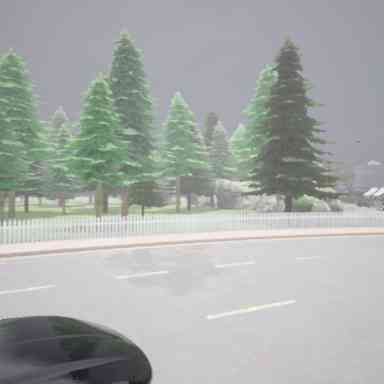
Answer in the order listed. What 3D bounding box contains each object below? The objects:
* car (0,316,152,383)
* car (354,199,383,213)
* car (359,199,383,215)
[{"bbox_3d":[-2.555,1.472,1.724,5.008,1.535,1.882,0,0,-36],"label":"car"},{"bbox_3d":[22.585,1.684,41.441,2.128,1.511,4.902,0,0,-4],"label":"car"},{"bbox_3d":[19.451,1.738,35.920,1.994,1.385,4.181,0,0,-4],"label":"car"}]
